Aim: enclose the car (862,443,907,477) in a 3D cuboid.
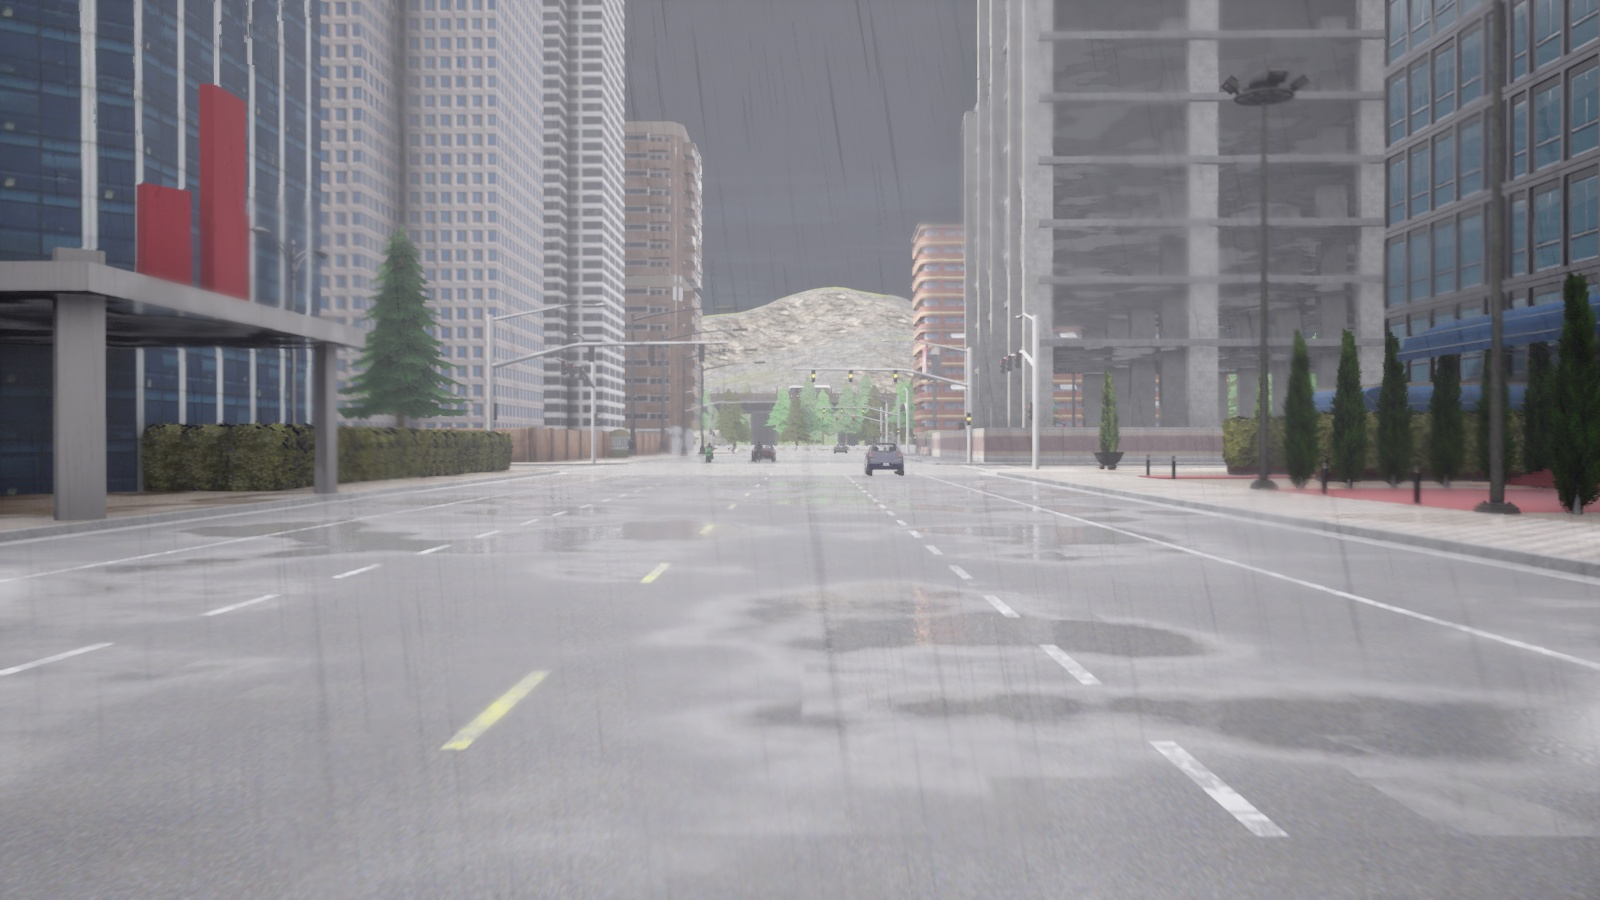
[{"bbox_3d":[3.845,0.437,57.893,1.845,1.501,3.633,0,0,0],"label":"car"}]
